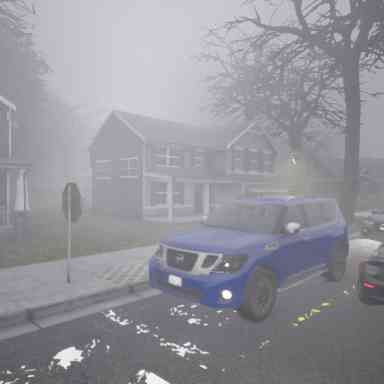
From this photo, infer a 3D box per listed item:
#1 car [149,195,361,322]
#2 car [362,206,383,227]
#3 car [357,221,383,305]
[{"bbox_3d":[1.661,1.119,7.541,2.150,2.045,5.566,1,1,45],"label":"car"},{"bbox_3d":[9.388,1.333,15.335,1.994,1.385,4.181,1,1,44],"label":"car"},{"bbox_3d":[4.895,1.439,6.754,1.812,1.442,4.674,1,1,45],"label":"car"}]
